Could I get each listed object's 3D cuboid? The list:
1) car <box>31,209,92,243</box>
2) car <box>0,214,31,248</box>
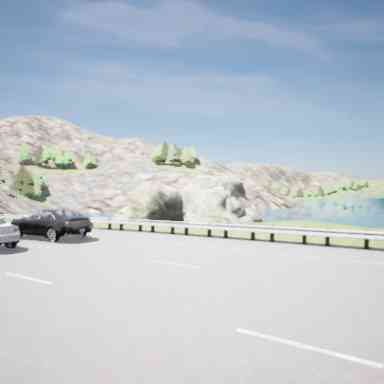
[{"bbox_3d":[-7.264,1.633,16.962,4.902,1.511,2.128,0,0,31],"label":"car"},{"bbox_3d":[-9.161,1.666,14.019,4.674,1.442,1.812,0,0,31],"label":"car"}]
